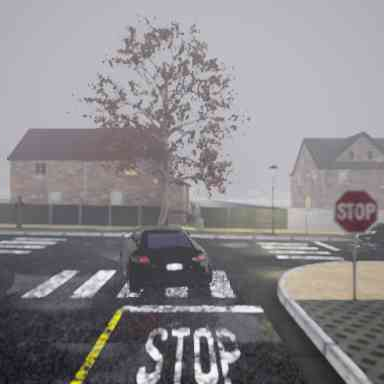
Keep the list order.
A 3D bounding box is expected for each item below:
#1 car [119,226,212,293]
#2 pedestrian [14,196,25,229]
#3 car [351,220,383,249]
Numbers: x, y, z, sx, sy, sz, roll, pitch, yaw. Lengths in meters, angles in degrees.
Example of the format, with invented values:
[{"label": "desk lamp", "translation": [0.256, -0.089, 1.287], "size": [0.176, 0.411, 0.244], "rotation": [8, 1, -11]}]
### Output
[{"label": "car", "translation": [-0.901, 1.615, 9.215], "size": [1.994, 1.385, 4.181], "rotation": [0, 0, -15]}, {"label": "pedestrian", "translation": [-9.707, 1.123, 18.661], "size": [0.375, 1.860, 0.375], "rotation": [0, -2, 0]}, {"label": "car", "translation": [10.267, 1.867, 15.875], "size": [4.902, 1.511, 2.128], "rotation": [1, -1, 0]}]
